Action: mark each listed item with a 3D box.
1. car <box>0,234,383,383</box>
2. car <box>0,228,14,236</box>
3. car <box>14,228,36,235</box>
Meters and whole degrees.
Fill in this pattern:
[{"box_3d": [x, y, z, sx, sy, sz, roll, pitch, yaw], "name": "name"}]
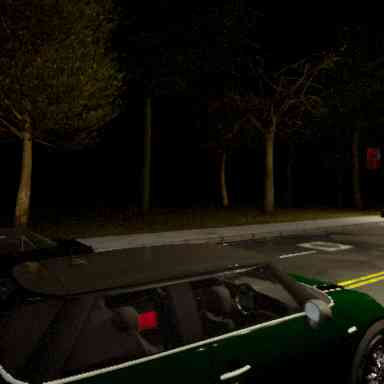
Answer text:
[{"box_3d": [0.199, 1.352, 3.499, 4.553, 1.767, 2.097, 0, 0, -34], "name": "car"}, {"box_3d": [-4.948, 1.351, 4.157, 4.553, 1.767, 2.097, 0, 0, -34], "name": "car"}, {"box_3d": [-4.979, 1.600, 8.073, 4.718, 1.301, 1.895, 0, 0, -34], "name": "car"}]
